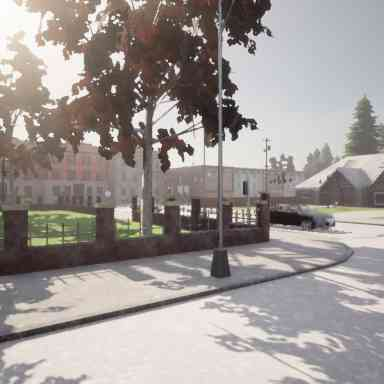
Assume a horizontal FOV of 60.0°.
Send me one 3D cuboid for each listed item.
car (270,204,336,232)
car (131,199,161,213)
[{"bbox_3d":[6.314,1.492,20.422,2.128,1.511,4.902,0,0,-35],"label":"car"},{"bbox_3d":[-5.072,1.526,36.458,1.812,1.442,4.674,0,0,-35],"label":"car"}]
